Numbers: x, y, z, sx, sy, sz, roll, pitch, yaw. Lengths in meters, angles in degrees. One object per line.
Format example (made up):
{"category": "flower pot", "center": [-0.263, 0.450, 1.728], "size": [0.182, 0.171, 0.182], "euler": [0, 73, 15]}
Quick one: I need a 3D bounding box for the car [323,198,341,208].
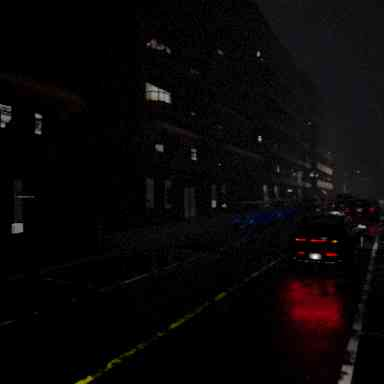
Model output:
{"category": "car", "center": [20.768, 1.610, 49.284], "size": [1.947, 1.339, 4.313], "euler": [0, 0, 31]}

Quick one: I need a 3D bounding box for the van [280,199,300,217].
{"category": "van", "center": [6.728, 1.433, 25.460], "size": [1.690, 1.788, 3.998], "euler": [0, 0, 31]}

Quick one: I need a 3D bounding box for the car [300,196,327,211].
{"category": "car", "center": [12.344, 1.384, 34.989], "size": [2.192, 1.841, 5.009], "euler": [0, 0, 31]}

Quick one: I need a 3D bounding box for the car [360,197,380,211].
{"category": "car", "center": [21.870, 1.404, 40.727], "size": [1.882, 1.535, 5.008], "euler": [-2, -1, 31]}

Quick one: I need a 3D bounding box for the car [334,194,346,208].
{"category": "car", "center": [18.666, 1.221, 40.739], "size": [2.150, 2.045, 5.566], "euler": [-2, -1, 31]}

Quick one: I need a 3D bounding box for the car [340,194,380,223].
{"category": "car", "center": [12.854, 1.308, 25.236], "size": [2.097, 1.767, 4.553], "euler": [-2, -1, 31]}

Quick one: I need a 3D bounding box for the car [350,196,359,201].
{"category": "car", "center": [40.424, 1.635, 82.638], "size": [1.802, 1.307, 4.206], "euler": [0, 0, 31]}

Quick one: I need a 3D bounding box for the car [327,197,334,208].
{"category": "car", "center": [15.151, 1.374, 39.753], "size": [2.192, 1.841, 5.009], "euler": [0, 0, 31]}

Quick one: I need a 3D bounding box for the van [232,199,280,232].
{"category": "van", "center": [3.920, 1.446, 20.693], "size": [1.690, 1.788, 3.998], "euler": [0, 0, 31]}

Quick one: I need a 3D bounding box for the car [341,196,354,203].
{"category": "car", "center": [31.999, 1.582, 68.342], "size": [1.887, 1.381, 4.507], "euler": [0, 0, 31]}

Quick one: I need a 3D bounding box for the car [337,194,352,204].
{"category": "car", "center": [29.190, 1.351, 63.577], "size": [2.192, 1.841, 5.009], "euler": [0, 0, 31]}

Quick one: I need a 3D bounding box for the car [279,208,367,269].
{"category": "car", "center": [4.620, 1.506, 11.258], "size": [1.837, 1.490, 4.892], "euler": [-2, 0, 30]}
